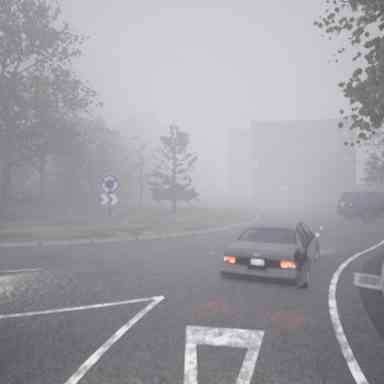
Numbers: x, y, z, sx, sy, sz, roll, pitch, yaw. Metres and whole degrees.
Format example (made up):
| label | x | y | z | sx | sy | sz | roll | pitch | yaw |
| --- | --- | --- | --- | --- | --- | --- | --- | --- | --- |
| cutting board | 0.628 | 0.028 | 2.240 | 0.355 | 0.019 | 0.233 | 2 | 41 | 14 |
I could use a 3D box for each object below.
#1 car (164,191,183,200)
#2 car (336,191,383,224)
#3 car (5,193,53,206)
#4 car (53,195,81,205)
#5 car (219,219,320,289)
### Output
| label | x | y | z | sx | sy | sz | roll | pitch | yaw |
| --- | --- | --- | --- | --- | --- | --- | --- | --- | --- |
| car | -3.283 | 0.545 | 59.218 | 2.033 | 1.411 | 5.357 | 0 | 4 | 15 |
| car | 12.558 | 0.987 | 22.259 | 5.566 | 2.045 | 2.150 | 0 | 0 | -9 |
| car | -20.994 | 1.039 | 42.579 | 4.892 | 1.490 | 1.837 | 0 | 0 | -37 |
| car | -17.090 | 1.140 | 44.730 | 4.181 | 1.385 | 1.994 | 0 | 1 | -20 |
| car | 2.351 | 1.455 | 9.074 | 2.033 | 1.411 | 5.357 | 0 | 1 | 24 |
